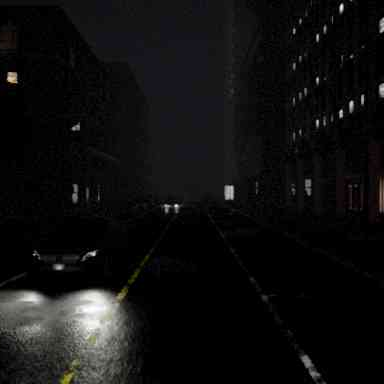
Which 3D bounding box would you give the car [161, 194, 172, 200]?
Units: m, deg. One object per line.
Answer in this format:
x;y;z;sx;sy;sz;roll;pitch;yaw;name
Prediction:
-5.661;1.104;74.451;1.947;1.339;4.313;0;0;0;car

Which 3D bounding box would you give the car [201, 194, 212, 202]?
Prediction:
2.715;1.153;63.152;2.008;1.369;4.403;0;0;0;car

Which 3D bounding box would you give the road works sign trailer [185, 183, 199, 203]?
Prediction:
0.023;0.100;57.656;2.380;3.560;2.880;0;0;0;road works sign trailer

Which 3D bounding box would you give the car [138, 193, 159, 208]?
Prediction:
-5.675;1.054;40.559;2.192;1.841;5.009;0;0;0;car

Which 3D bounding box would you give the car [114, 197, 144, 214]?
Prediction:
-5.679;1.389;29.264;1.802;1.307;4.206;0;0;0;car

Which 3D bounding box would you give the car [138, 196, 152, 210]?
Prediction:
-5.677;1.355;34.912;1.802;1.307;4.206;0;0;0;car

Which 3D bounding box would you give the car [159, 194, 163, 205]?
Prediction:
-5.670;1.111;51.857;1.967;1.590;4.097;0;0;0;car

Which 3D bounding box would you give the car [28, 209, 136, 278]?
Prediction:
-3.096;1.458;10.052;1.812;1.442;4.674;0;0;0;car

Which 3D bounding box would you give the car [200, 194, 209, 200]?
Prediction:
2.720;1.103;74.448;1.947;1.339;4.313;0;0;0;car

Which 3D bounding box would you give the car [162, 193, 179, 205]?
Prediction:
-3.058;1.201;51.091;1.812;1.442;4.674;0;0;0;car

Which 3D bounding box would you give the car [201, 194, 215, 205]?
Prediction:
2.710;1.195;52.024;1.752;1.417;4.829;0;0;0;car

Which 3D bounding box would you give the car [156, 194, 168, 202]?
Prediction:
-5.666;1.154;63.154;2.008;1.369;4.403;0;0;0;car

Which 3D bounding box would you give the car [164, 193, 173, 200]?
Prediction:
-5.659;1.032;79.930;1.752;1.417;4.829;0;0;0;car
